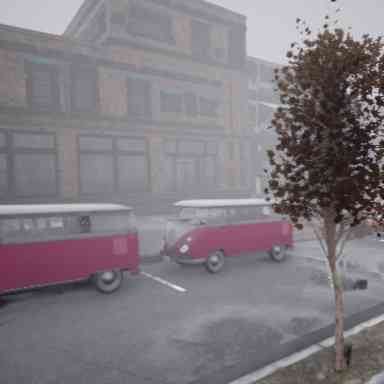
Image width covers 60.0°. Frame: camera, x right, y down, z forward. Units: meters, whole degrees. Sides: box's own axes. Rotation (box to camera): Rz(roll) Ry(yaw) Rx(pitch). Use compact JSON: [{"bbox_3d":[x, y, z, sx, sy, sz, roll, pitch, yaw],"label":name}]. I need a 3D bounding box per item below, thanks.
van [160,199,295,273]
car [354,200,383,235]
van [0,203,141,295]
[{"bbox_3d":[1.125,1.209,10.299,4.442,1.987,1.878,-1,0,-35],"label":"van"},{"bbox_3d":[10.269,1.090,16.732,5.566,2.045,2.435,-1,0,-35],"label":"car"},{"bbox_3d":[-3.412,1.251,7.108,4.442,1.987,1.878,-1,0,-35],"label":"van"}]
